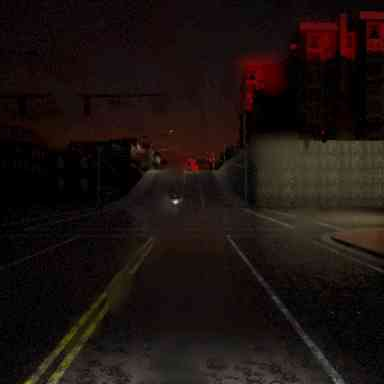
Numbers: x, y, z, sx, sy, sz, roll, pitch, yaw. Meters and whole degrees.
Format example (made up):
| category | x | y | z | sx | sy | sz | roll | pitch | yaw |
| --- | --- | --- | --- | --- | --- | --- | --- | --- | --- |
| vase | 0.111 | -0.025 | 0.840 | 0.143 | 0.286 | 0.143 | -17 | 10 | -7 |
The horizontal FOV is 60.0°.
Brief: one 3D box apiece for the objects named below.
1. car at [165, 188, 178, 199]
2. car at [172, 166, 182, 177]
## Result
| category | x | y | z | sx | sy | sz | roll | pitch | yaw |
| --- | --- | --- | --- | --- | --- | --- | --- | --- | --- |
| car | -3.508 | 0.292 | 56.631 | 1.837 | 1.490 | 4.892 | 0 | 10 | 0 |
| car | -3.510 | -4.953 | 81.188 | 2.150 | 2.045 | 5.566 | 0 | 13 | 0 |
